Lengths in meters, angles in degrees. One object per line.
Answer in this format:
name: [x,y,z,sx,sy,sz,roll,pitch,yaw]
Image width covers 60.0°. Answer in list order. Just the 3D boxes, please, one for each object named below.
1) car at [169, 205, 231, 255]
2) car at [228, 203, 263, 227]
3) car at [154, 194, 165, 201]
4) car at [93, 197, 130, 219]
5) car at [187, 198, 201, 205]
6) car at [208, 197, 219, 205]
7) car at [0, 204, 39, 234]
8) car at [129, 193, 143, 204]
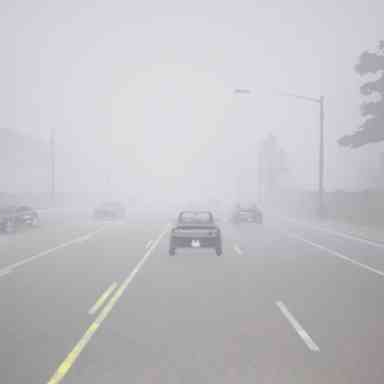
car: [0.135,1.497,13.320,2.128,1.511,4.902,0,0,0]
car: [3.664,1.515,23.325,2.128,1.511,4.902,0,0,0]
car: [-6.794,1.163,69.616,1.882,1.535,5.008,0,0,0]
car: [-7.004,1.461,28.690,1.882,1.535,5.008,0,0,0]
car: [0.231,1.545,45.385,1.812,1.442,4.674,0,0,0]
car: [3.771,1.587,58.393,2.033,1.411,5.357,0,0,0]
car: [-10.542,1.471,19.061,1.837,1.490,4.892,0,0,0]
car: [-10.329,1.265,61.379,2.150,2.045,5.566,0,0,1]
